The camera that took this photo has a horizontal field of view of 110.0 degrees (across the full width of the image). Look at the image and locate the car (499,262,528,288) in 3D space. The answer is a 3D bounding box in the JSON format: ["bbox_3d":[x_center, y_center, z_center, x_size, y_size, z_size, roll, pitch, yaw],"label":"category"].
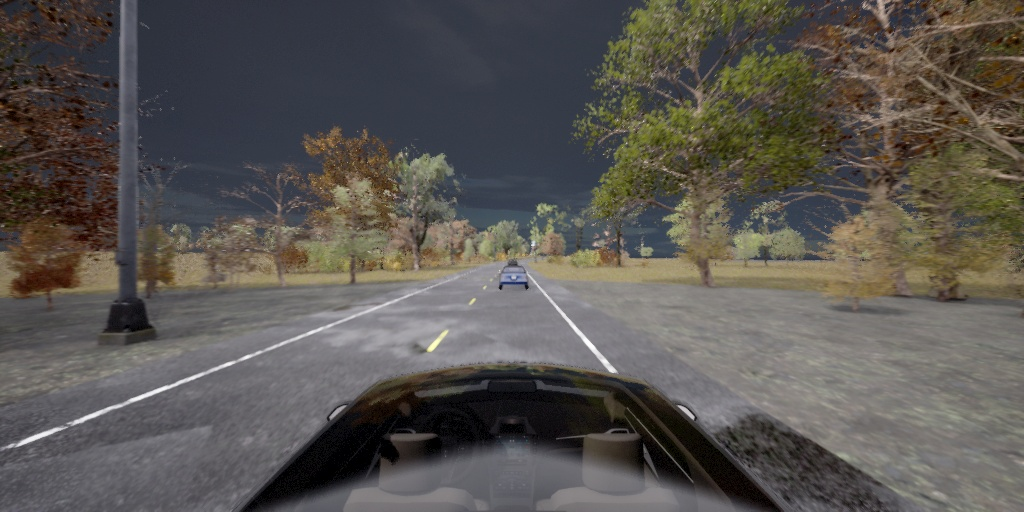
[{"bbox_3d":[0.110,1.318,23.746,2.033,1.411,5.357,0,0,0],"label":"car"}]
